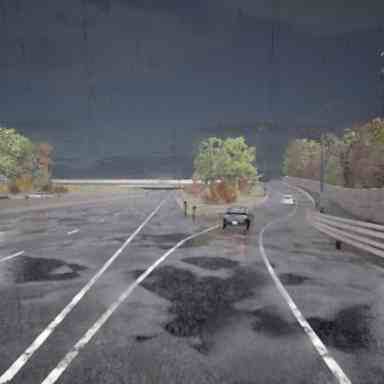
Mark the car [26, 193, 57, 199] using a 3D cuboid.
[{"bbox_3d":[-24.521,1.349,54.408,2.128,1.511,4.902,0,0,-3],"label":"car"}]

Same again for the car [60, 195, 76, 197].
[{"bbox_3d":[-25.426,1.375,70.340,2.033,1.411,5.357,0,0,-3],"label":"car"}]

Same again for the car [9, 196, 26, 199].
[{"bbox_3d":[-28.051,1.361,55.076,1.812,1.442,4.674,0,0,-3],"label":"car"}]

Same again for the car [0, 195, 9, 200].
[{"bbox_3d":[-23.605,1.203,38.280,2.097,1.767,4.553,0,0,-3],"label":"car"}]

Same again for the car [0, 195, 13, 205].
[{"bbox_3d":[-31.525,1.316,54.610,1.837,1.490,4.892,0,0,-3],"label":"car"}]

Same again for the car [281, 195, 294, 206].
[{"bbox_3d":[18.657,1.670,65.060,2.150,2.045,5.566,1,2,17],"label":"car"}]

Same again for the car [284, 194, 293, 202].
[{"bbox_3d":[21.699,1.375,75.073,1.812,1.442,4.674,1,4,15],"label":"car"}]

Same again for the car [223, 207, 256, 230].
[{"bbox_3d":[3.463,1.830,23.959,2.128,1.511,4.902,0,-1,16],"label":"car"}]

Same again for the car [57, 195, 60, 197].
[{"bbox_3d":[-28.939,1.325,70.452,2.128,1.511,4.902,0,0,-3],"label":"car"}]
